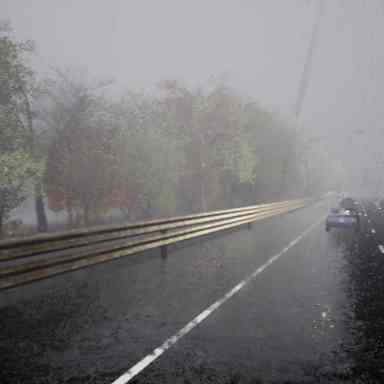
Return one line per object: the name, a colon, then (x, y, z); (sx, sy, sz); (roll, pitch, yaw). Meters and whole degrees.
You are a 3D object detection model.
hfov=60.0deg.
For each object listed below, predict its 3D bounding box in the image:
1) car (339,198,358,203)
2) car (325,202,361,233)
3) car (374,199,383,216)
car: (18.515, 1.476, 39.363); (1.837, 1.490, 4.892); (1, 1, 26)
car: (9.381, 1.631, 20.657); (2.033, 1.411, 5.357); (1, 0, 26)
car: (19.149, 1.428, 32.648); (2.097, 1.767, 4.553); (1, 1, 26)
